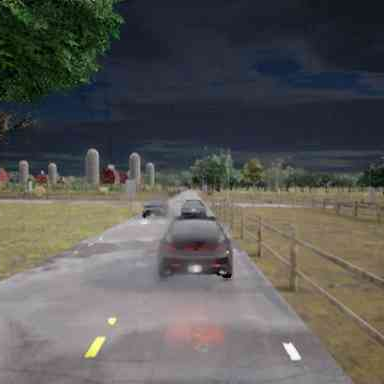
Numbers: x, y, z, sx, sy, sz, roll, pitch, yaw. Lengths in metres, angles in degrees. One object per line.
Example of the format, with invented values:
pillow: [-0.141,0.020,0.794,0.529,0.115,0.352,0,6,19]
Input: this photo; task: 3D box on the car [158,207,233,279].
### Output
car: [0.091,1.414,9.768,1.837,1.490,4.892,0,1,0]

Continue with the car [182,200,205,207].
car: [0.117,1.300,26.824,1.994,1.385,4.181,0,0,0]

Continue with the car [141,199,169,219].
car: [-2.806,1.286,26.711,2.033,1.411,5.357,0,1,0]
